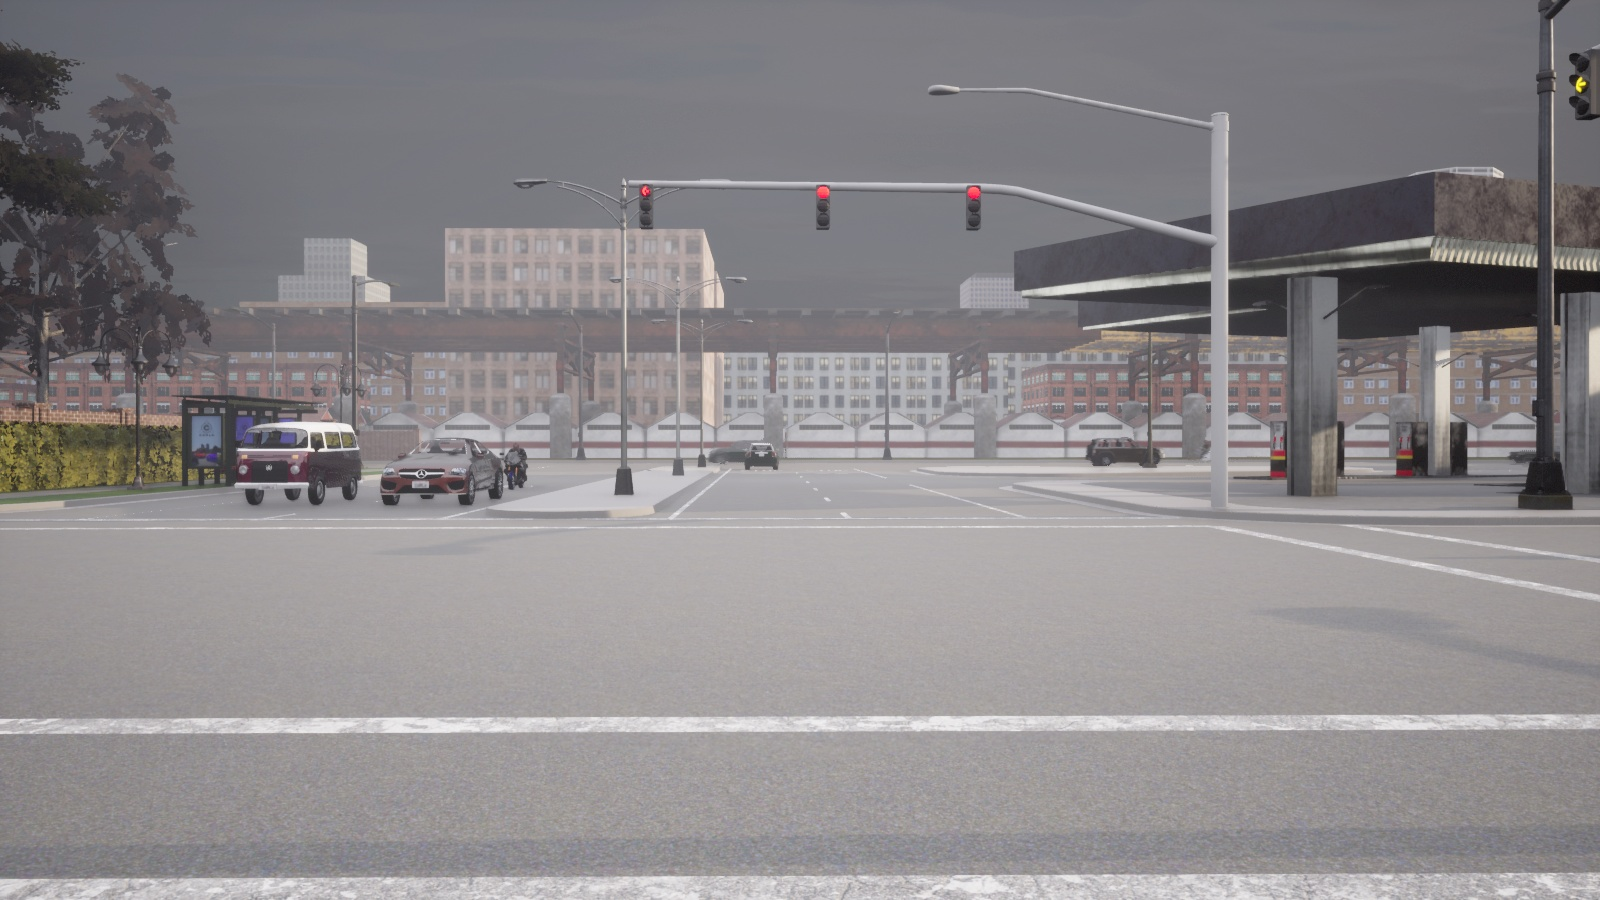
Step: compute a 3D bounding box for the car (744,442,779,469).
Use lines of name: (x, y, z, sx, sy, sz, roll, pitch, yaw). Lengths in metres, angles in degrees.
car: (-2.161, 0.310, 70.904, 1.970, 1.475, 3.806, 0, 0, -1)

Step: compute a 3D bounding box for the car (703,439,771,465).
car: (-4.255, 0.118, 85.625, 4.553, 1.767, 2.097, 0, 0, -2)

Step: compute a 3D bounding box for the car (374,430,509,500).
car: (-9.015, 0.337, 32.078, 2.152, 1.651, 5.027, 0, 0, -2)

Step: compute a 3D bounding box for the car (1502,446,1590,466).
car: (50.032, 0.411, 84.286, 4.718, 1.301, 1.895, 0, 0, 11)

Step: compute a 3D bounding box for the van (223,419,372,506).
van: (-12.501, 0.282, 31.579, 2.069, 2.038, 4.480, 0, 0, -2)

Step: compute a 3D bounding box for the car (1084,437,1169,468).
car: (19.667, 0.152, 75.747, 4.605, 1.855, 1.932, 0, 0, -1)

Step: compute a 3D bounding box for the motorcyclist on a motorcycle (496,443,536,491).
motorcyclist on a motorcycle: (-9.259, 0.543, 41.008, 0.866, 1.530, 2.191, 0, 0, -2)
